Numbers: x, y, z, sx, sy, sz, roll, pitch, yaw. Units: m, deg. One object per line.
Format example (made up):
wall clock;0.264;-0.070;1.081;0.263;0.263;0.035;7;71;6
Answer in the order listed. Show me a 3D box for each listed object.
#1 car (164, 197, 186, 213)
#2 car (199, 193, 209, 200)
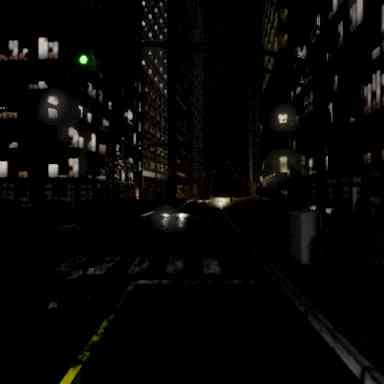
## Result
car;-1.700;1.320;34.383;1.882;1.535;5.008;0;2;4
car;2.628;1.020;73.222;1.882;1.535;5.008;0;0;8
